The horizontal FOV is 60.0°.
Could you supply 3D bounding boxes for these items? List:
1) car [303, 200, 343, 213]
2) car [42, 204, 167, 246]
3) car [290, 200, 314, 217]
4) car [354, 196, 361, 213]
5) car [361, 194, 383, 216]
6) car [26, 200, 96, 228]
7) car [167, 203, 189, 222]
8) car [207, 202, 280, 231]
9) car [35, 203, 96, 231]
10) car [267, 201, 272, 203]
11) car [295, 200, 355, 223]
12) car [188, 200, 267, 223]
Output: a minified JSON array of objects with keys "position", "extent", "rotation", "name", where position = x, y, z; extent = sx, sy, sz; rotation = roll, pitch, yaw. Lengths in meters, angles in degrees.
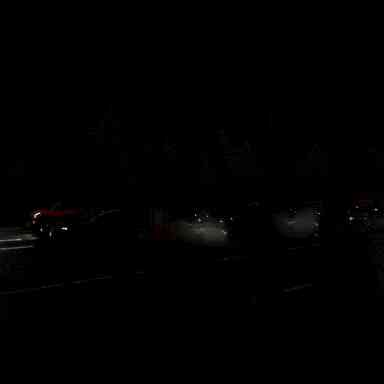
[{"position":[14.623,1.601,37.074],"extent":[4.718,1.301,1.895],"rotation":[0,0,-36],"name":"car"},{"position":[-3.921,1.492,15.330],"extent":[4.902,1.511,2.128],"rotation":[0,0,-36],"name":"car"},{"position":[10.944,1.505,30.208],"extent":[4.892,1.490,1.837],"rotation":[0,0,-35],"name":"car"},{"position":[19.435,1.221,36.197],"extent":[5.566,2.045,2.150],"rotation":[0,0,-35],"name":"car"},{"position":[18.745,1.221,31.418],"extent":[5.566,2.045,2.150],"rotation":[0,0,-36],"name":"car"},{"position":[-7.931,1.352,21.068],"extent":[4.553,1.767,2.097],"rotation":[0,0,-35],"name":"car"},{"position":[-0.909,1.564,26.086],"extent":[4.181,1.385,1.994],"rotation":[0,0,-36],"name":"car"},{"position":[3.324,1.564,20.506],"extent":[4.181,1.385,1.994],"rotation":[0,0,-35],"name":"car"},{"position":[-5.522,1.547,18.532],"extent":[5.357,1.411,2.033],"rotation":[0,0,-35],"name":"car"},{"position":[6.219,1.526,31.146],"extent":[4.674,1.442,1.812],"rotation":[0,0,-35],"name":"car"},{"position":[10.175,1.564,25.383],"extent":[4.181,1.385,1.994],"rotation":[0,0,-35],"name":"car"},{"position":[2.693,1.547,24.358],"extent":[5.357,1.411,2.033],"rotation":[0,0,-36],"name":"car"}]
